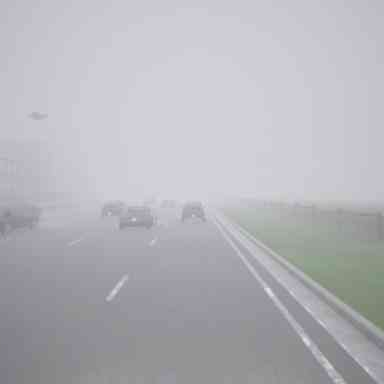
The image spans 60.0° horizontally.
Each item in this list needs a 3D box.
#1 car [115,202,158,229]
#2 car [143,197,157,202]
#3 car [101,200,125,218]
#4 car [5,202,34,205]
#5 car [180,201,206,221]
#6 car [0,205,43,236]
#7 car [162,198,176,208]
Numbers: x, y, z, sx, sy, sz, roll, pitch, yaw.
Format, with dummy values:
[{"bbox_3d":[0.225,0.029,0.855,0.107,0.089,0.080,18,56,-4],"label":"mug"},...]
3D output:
[{"bbox_3d":[-3.405,1.586,21.650,1.994,1.385,4.181,0,0,0],"label":"car"},{"bbox_3d":[-6.911,1.547,54.711,2.128,1.511,4.902,0,0,0],"label":"car"},{"bbox_3d":[-6.904,1.536,30.354,1.837,1.490,4.892,0,0,0],"label":"car"},{"bbox_3d":[-13.904,1.519,27.155,2.128,1.511,4.902,0,0,0],"label":"car"},{"bbox_3d":[0.095,1.534,27.251,1.837,1.490,4.892,0,0,0],"label":"car"},{"bbox_3d":[-10.404,1.619,18.548,1.895,1.301,4.718,0,0,0],"label":"car"},{"bbox_3d":[-3.408,1.614,49.518,1.994,1.385,4.181,0,0,0],"label":"car"}]
